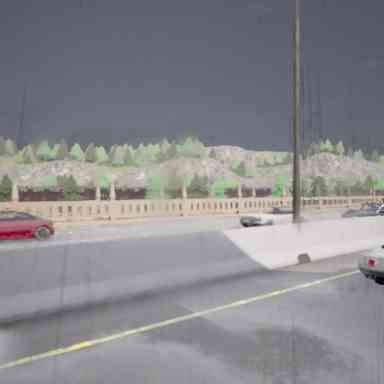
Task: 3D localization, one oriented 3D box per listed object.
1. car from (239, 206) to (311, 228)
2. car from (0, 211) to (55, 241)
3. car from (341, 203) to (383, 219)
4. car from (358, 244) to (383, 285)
[{"bbox_3d":[5.147,1.563,20.549,4.718,1.301,1.895,0,0,-35],"label":"car"},{"bbox_3d":[-8.509,1.560,15.118,4.181,1.385,1.994,0,0,-35],"label":"car"},{"bbox_3d":[11.101,1.443,20.490,4.902,1.511,2.128,0,0,-35],"label":"car"},{"bbox_3d":[6.153,1.578,8.138,4.718,1.301,1.895,0,0,-36],"label":"car"}]
